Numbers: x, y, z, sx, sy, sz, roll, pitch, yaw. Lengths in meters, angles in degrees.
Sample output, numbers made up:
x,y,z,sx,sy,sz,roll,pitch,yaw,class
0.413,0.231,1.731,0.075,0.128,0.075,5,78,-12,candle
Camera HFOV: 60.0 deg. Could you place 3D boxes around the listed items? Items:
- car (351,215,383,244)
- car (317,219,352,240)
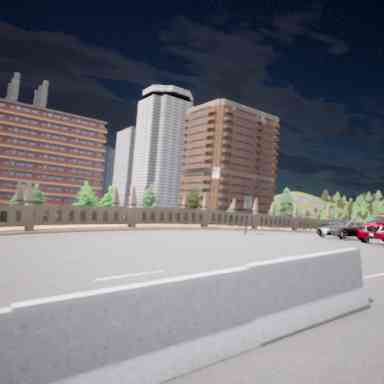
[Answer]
x,y,z,sx,sy,sz,roll,pitch,yaw,class
13.531,2.577,22.538,5.566,2.045,2.150,6,-4,-36,car
11.554,2.856,25.427,4.902,1.511,2.128,7,-4,-36,car
